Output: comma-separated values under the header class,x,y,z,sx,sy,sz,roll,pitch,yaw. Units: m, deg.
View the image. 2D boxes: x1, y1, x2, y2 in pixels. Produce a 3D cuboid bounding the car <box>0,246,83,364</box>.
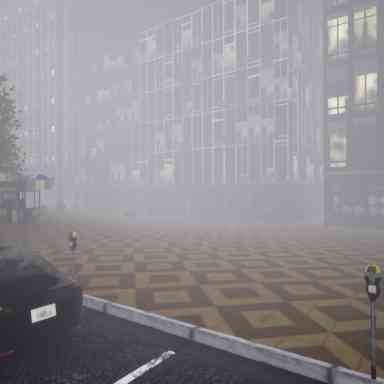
class,x,y,z,sx,sy,sz,roll,pitch,yaw
car,-3.568,1.566,5.417,4.313,1.339,1.947,0,0,35
